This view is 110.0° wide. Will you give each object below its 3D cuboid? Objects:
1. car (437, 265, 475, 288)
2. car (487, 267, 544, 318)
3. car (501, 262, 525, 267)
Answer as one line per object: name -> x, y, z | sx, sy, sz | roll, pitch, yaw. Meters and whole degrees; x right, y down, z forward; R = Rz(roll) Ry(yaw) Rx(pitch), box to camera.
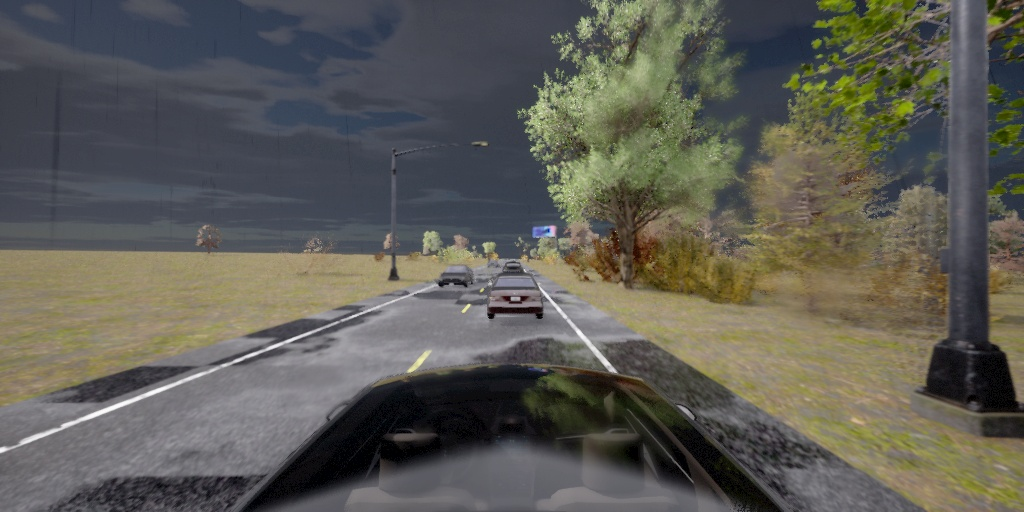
car -> -3.597, 1.307, 23.978 | 2.033, 1.411, 5.357 | 0, 0, 0
car -> 0.102, 1.302, 13.018 | 2.033, 1.411, 5.357 | 0, 0, 0
car -> 0.105, 1.268, 32.193 | 1.837, 1.490, 4.892 | 0, 0, 0
